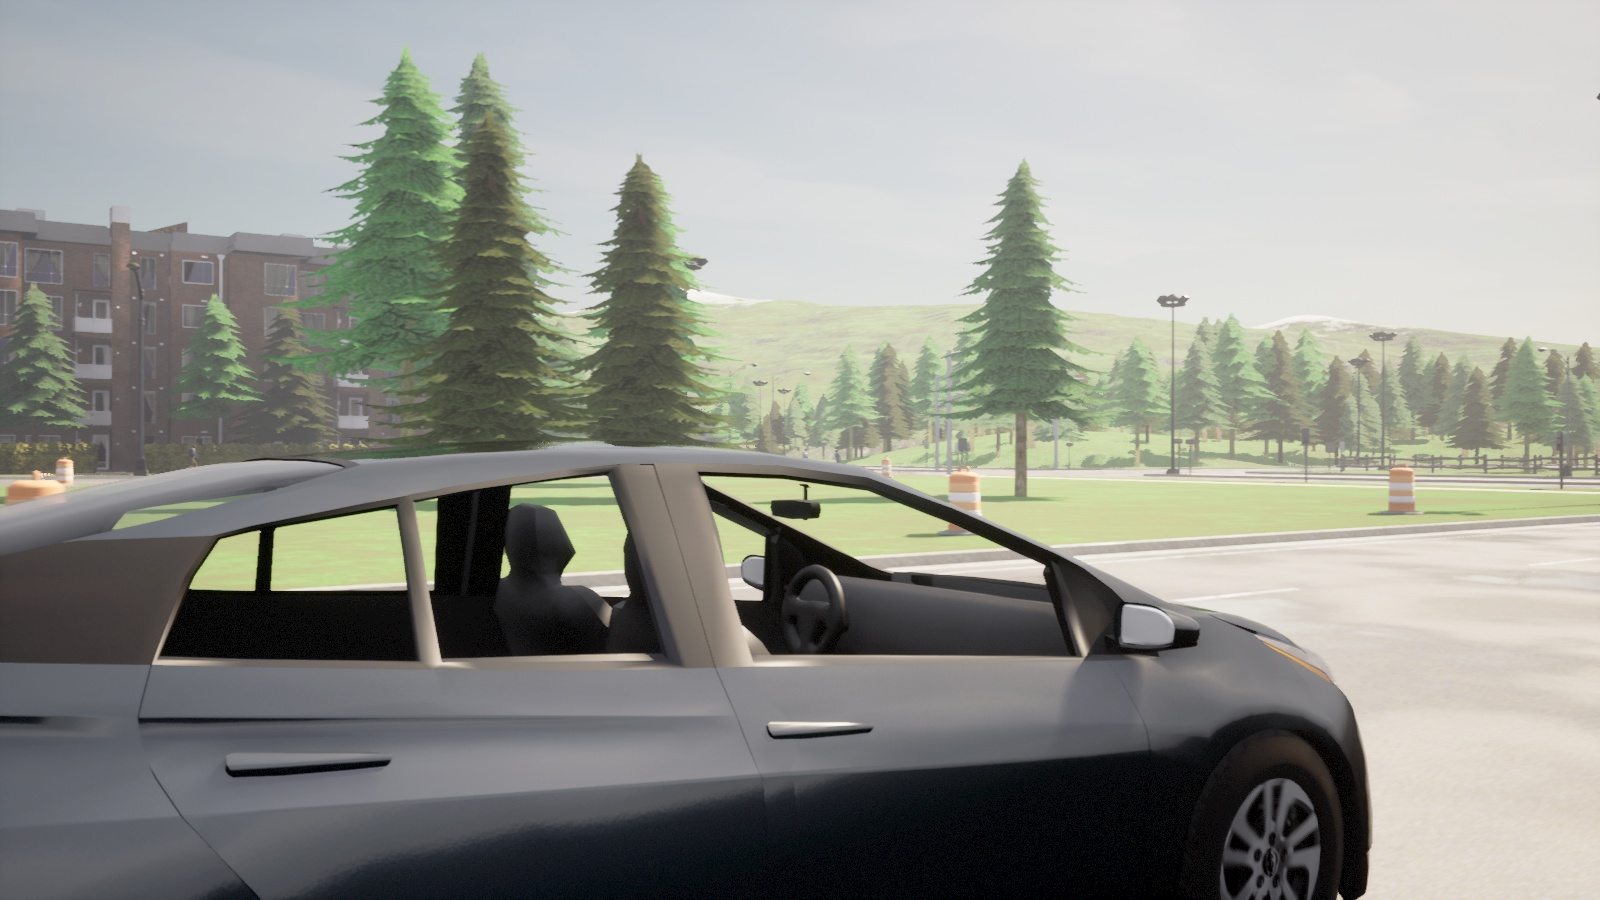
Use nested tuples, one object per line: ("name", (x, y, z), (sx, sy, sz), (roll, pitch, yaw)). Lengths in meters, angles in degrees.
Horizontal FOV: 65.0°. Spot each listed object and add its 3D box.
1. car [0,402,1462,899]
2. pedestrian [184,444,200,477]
("car", (-0.398, 0.701, 3.382), (4.514, 1.525, 2.007), (0, 0, -35))
("pedestrian", (-36.400, 0.635, 75.200), (0.788, 1.949, 0.423), (0, 0, -35))
